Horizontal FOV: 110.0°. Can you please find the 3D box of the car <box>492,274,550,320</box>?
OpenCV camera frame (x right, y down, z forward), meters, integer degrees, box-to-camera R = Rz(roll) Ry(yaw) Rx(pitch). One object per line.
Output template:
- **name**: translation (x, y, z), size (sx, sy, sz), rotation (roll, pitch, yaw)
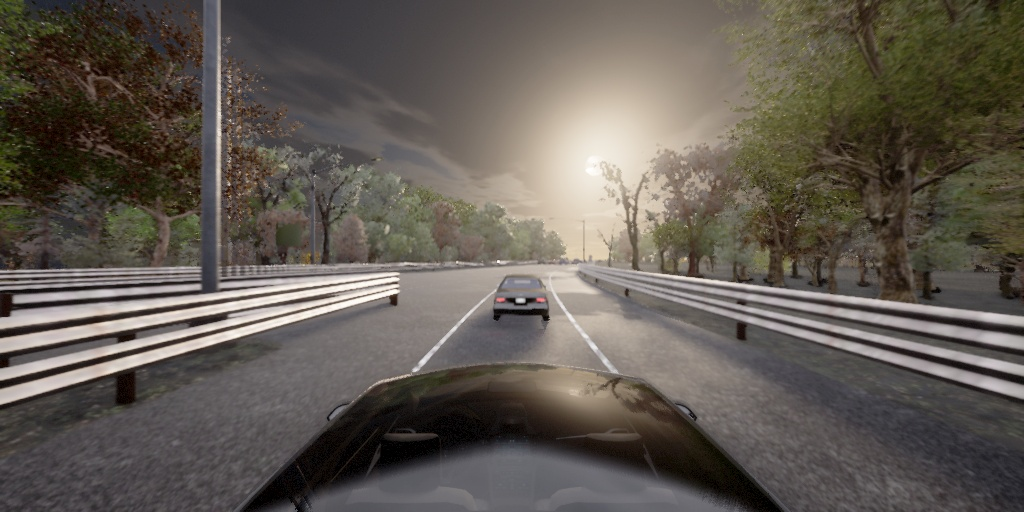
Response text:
- **car**: translation (0.358, 1.358, 12.949), size (2.033, 1.411, 5.357), rotation (0, 0, 2)
